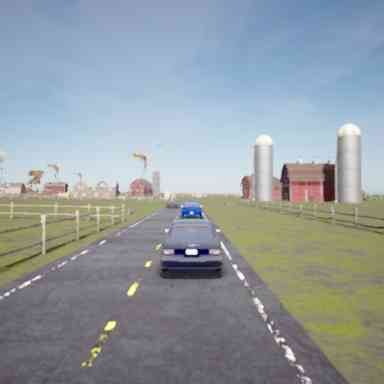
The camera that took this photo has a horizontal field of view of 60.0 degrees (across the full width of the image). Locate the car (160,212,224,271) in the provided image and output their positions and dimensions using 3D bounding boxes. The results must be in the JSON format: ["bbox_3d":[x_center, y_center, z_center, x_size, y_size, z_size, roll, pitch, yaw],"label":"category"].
[{"bbox_3d":[0.005,1.623,11.189,2.033,1.411,5.357,0,0,0],"label":"car"}]

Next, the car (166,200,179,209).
[{"bbox_3d":[-3.004,1.922,52.672,1.994,1.385,4.181,0,0,0],"label":"car"}]

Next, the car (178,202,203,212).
[{"bbox_3d":[-0.029,1.690,31.529,1.882,1.535,5.008,0,0,0],"label":"car"}]
